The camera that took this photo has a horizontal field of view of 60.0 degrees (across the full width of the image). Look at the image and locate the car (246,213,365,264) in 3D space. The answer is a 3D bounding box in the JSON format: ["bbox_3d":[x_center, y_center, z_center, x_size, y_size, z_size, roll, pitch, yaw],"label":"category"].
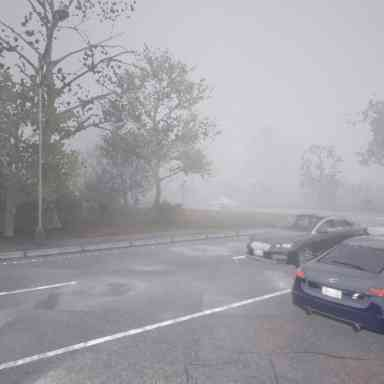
[{"bbox_3d":[3.937,1.491,11.035,4.902,1.511,2.128,0,0,-35],"label":"car"}]

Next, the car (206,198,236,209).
[{"bbox_3d":[3.970,1.575,46.354,4.674,1.442,1.812,0,0,45],"label":"car"}]

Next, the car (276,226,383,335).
[{"bbox_3d":[3.857,1.564,6.445,4.181,1.385,1.994,0,0,-35],"label":"car"}]
